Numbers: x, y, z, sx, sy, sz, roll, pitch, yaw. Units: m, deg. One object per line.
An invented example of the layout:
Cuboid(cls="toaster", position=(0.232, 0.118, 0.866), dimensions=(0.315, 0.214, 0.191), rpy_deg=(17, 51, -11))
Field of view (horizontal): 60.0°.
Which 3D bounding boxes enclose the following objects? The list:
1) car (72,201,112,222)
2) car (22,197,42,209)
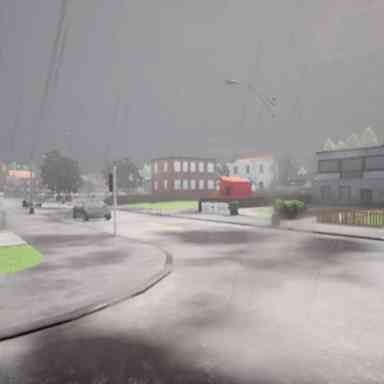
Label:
Cuboid(cls="car", position=(-7.688, 1.410, 25.176), dimensions=(1.812, 1.442, 4.674), rpy_deg=(-1, 1, -36))
Cuboid(cls="car", position=(-21.445, 1.375, 44.566), dimensions=(2.128, 1.511, 4.902), rpy_deg=(-1, 0, -35))
